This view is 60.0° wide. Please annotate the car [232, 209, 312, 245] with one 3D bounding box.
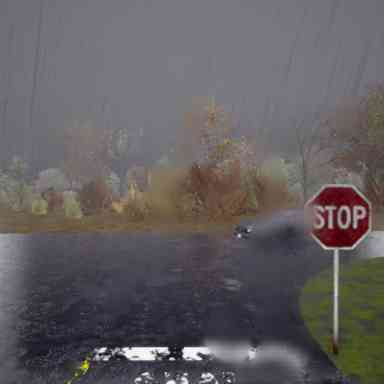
[{"bbox_3d":[4.605,1.492,15.260,5.357,1.411,2.033,-1,0,-16],"label":"car"}]
